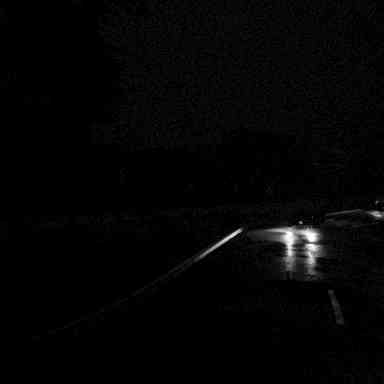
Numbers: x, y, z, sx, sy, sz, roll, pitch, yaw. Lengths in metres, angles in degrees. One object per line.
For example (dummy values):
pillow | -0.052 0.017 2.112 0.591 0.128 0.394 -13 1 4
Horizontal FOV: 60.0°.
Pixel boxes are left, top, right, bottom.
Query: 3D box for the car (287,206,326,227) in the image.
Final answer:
car | 8.370 1.741 24.162 1.895 1.301 4.718 0 0 30

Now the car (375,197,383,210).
car | 21.649 1.030 35.911 4.553 1.767 2.097 -2 1 -37
